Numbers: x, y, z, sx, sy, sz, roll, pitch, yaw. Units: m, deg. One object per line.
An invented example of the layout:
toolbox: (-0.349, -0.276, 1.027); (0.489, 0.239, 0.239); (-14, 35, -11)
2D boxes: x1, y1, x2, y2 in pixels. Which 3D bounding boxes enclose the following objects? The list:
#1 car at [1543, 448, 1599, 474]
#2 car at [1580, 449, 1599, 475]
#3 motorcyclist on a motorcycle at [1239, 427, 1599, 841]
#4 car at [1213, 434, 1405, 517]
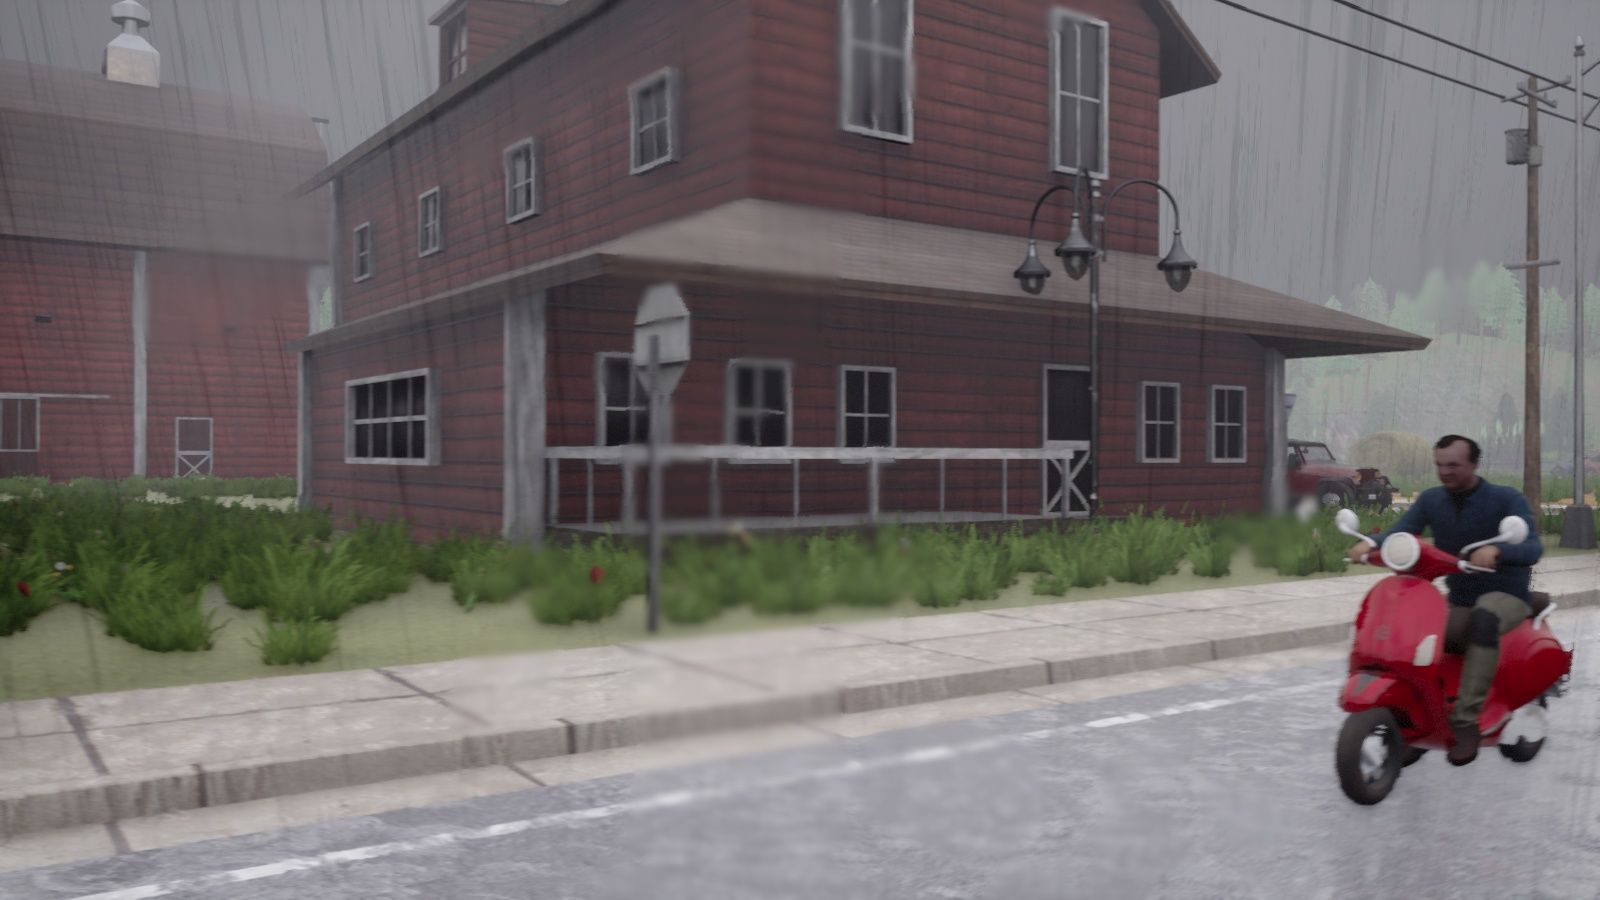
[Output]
car: (51.005, 0.686, 81.204); (2.242, 1.667, 4.611); (0, 0, -32)
car: (49.973, 0.728, 76.236); (1.851, 1.617, 3.988); (0, 0, -32)
motorcyclist on a motorcycle: (2.932, 0.709, 5.700); (1.817, 1.590, 0.866); (0, 0, -35)
car: (12.195, 0.575, 30.289); (1.905, 1.878, 3.866); (0, 0, -36)
